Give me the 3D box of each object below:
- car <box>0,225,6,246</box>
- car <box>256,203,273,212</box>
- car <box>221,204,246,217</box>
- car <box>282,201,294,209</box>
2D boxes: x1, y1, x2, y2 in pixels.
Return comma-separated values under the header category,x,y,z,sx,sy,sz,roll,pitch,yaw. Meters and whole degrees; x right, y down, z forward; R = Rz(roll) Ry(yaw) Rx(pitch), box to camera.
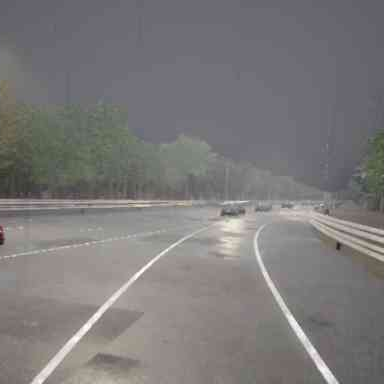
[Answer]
category,x,y,z,sx,sy,sz,roll,pitch,yaw
car,-8.210,1.235,10.008,1.882,1.535,5.008,2,-1,25
car,11.527,2.439,52.784,1.994,1.385,4.181,2,-1,25
car,4.824,2.058,38.260,1.994,1.385,4.181,2,-1,25
car,21.422,2.794,74.226,2.097,1.767,4.553,2,-1,25
